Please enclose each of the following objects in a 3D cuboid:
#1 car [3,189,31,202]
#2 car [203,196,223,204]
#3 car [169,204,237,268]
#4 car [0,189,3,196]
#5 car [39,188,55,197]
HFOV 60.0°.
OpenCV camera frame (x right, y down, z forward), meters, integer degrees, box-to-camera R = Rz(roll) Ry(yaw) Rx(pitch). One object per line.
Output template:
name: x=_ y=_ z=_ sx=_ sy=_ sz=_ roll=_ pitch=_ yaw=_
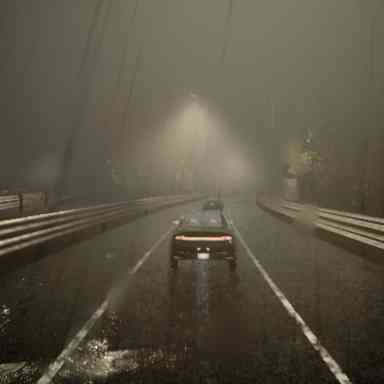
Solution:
car: x=-22.744 y=0.481 z=43.996 sx=2.128 sy=1.511 sz=4.902 roll=0 pitch=1 yaw=-13
car: x=2.225 y=1.150 z=34.668 sx=1.994 sy=1.385 sz=4.181 roll=0 pitch=1 yaw=6
car: x=0.373 y=1.367 z=10.787 sx=2.128 sy=1.511 sz=4.902 roll=0 pitch=1 yaw=2
car: x=-33.328 y=0.245 z=58.476 sx=2.033 sy=1.411 sz=5.357 roll=0 pitch=1 yaw=-13
car: x=-26.929 y=0.024 z=61.856 sx=2.097 sy=1.767 sz=4.553 roll=0 pitch=2 yaw=-13
